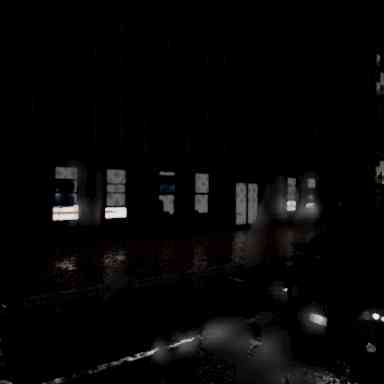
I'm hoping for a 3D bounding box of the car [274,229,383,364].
[{"bbox_3d":[3.375,1.599,5.790,4.181,1.385,1.994,0,0,-36],"label":"car"}]

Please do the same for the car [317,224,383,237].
[{"bbox_3d":[4.845,1.638,10.024,4.206,1.307,1.802,0,0,-36],"label":"car"}]

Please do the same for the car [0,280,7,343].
[{"bbox_3d":[-4.418,1.541,3.407,4.403,1.369,2.008,0,0,-36],"label":"car"}]
